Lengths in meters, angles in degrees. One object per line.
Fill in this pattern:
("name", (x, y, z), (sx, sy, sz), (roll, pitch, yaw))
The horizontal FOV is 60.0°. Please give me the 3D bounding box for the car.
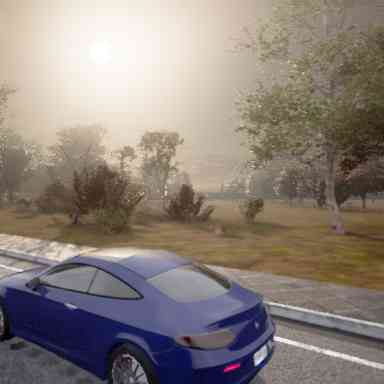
("car", (-1.154, 1.526, 4.815), (4.674, 1.442, 1.812), (0, 0, 36))
